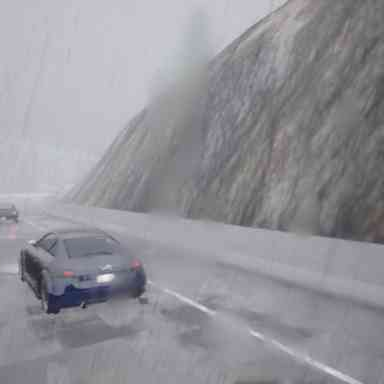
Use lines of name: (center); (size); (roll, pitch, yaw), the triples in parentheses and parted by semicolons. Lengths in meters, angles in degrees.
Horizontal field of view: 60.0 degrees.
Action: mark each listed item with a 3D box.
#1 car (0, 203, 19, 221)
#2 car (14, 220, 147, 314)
car: (-13.925, 1.483, 24.379); (1.895, 1.301, 4.718); (0, 0, -32)
car: (-2.704, 1.534, 7.747); (1.994, 1.385, 4.181); (0, 0, -34)
